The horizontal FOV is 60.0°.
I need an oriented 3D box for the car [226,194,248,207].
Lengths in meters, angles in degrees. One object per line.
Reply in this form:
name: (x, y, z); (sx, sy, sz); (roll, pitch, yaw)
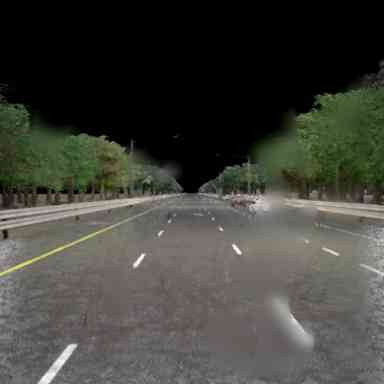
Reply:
car: (7.059, 1.403, 52.348); (2.097, 1.767, 4.553); (0, 0, 0)

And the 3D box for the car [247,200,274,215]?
car: (7.037, 1.569, 34.265); (1.812, 1.442, 4.674); (0, 0, 0)

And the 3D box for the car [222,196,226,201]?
car: (9.648, 1.683, 92.193); (1.895, 1.301, 4.718); (0, 0, 15)
